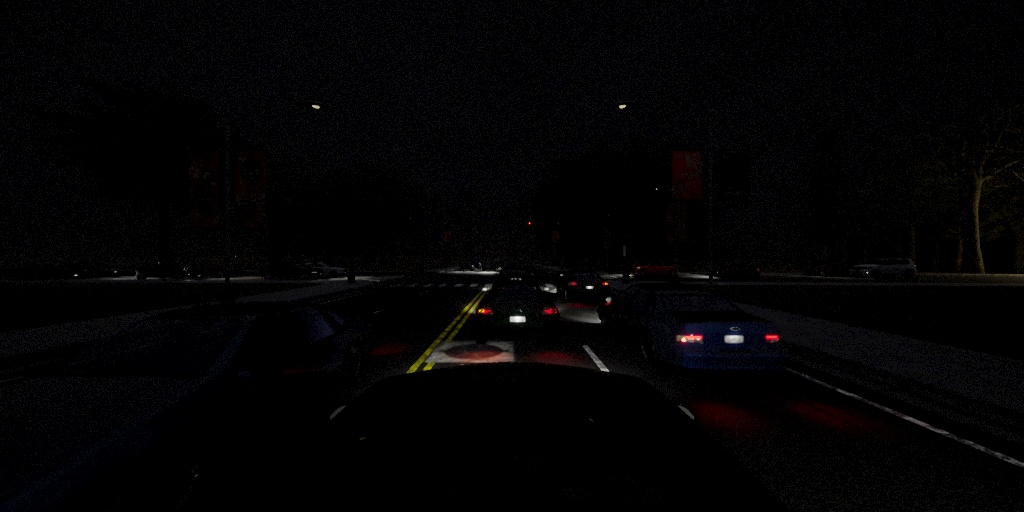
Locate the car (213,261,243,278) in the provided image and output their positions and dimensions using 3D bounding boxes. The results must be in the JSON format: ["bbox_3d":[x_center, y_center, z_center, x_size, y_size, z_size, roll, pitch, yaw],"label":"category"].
[{"bbox_3d":[-27.888,1.208,33.309,5.008,1.535,1.882,0,0,-1],"label":"car"}]

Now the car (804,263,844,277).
[{"bbox_3d":[35.866,1.512,40.476,5.008,1.535,1.882,0,0,0],"label":"car"}]

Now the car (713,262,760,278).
[{"bbox_3d":[23.234,1.522,37.156,4.181,1.385,1.994,0,0,-2],"label":"car"}]

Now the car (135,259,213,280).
[{"bbox_3d":[-28.470,1.074,30.055,4.553,1.767,2.097,0,0,-1],"label":"car"}]

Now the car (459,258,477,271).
[{"bbox_3d":[-6.565,1.417,52.201,1.837,1.490,4.892,0,0,0],"label":"car"}]

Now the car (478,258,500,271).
[{"bbox_3d":[-3.313,1.406,52.753,2.128,1.511,4.902,0,0,0],"label":"car"}]

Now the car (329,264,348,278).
[{"bbox_3d":[-17.841,1.292,33.443,4.674,1.442,1.812,0,0,-2],"label":"car"}]

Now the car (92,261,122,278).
[{"bbox_3d":[-39.198,1.186,33.211,4.902,1.511,2.128,0,0,0],"label":"car"}]

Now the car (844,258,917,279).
[{"bbox_3d":[38.507,1.266,37.246,5.566,2.045,2.150,0,0,0],"label":"car"}]

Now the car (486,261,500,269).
[{"bbox_3d":[-3.290,1.523,62.504,2.033,1.411,5.357,0,0,1],"label":"car"}]

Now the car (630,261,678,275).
[{"bbox_3d":[14.600,1.266,37.062,4.553,1.767,2.097,0,0,-1],"label":"car"}]

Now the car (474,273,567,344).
[{"bbox_3d":[0.107,1.321,9.659,1.994,1.385,4.181,0,0,0],"label":"car"}]

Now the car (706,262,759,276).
[{"bbox_3d":[24.805,1.476,40.403,4.892,1.490,1.837,0,0,-1],"label":"car"}]

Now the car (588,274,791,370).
[{"bbox_3d":[3.352,1.303,7.926,2.033,1.411,5.357,0,0,0],"label":"car"}]

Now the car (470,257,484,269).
[{"bbox_3d":[-6.550,1.194,62.052,2.150,2.045,5.566,0,0,0],"label":"car"}]

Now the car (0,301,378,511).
[{"bbox_3d":[-3.356,1.299,4.245,2.033,1.411,5.357,0,0,0],"label":"car"}]

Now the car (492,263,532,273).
[{"bbox_3d":[0.099,1.284,18.565,1.837,1.490,4.892,0,0,0],"label":"car"}]

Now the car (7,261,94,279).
[{"bbox_3d":[-38.649,1.291,29.963,4.718,1.301,1.895,0,0,0],"label":"car"}]

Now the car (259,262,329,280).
[{"bbox_3d":[-18.501,1.265,30.145,4.892,1.490,1.837,0,0,0],"label":"car"}]

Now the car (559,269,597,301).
[{"bbox_3d":[3.358,1.340,17.553,1.994,1.385,4.181,0,0,0],"label":"car"}]
